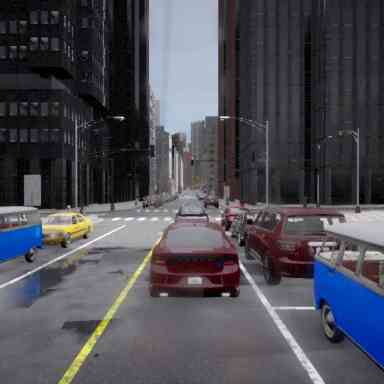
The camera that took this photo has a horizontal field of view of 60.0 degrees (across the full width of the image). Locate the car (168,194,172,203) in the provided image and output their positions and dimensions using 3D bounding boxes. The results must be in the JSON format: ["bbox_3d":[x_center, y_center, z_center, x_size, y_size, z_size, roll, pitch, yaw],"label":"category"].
[{"bbox_3d":[-5.807,1.616,70.069,1.947,1.339,4.313,0,0,0],"label":"car"}]

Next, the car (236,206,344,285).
[{"bbox_3d":[2.756,1.315,9.400,2.192,1.841,5.009,0,0,0],"label":"car"}]

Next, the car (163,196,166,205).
[{"bbox_3d":[-5.798,1.339,53.139,2.192,1.841,5.009,0,0,0],"label":"car"}]

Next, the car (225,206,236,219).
[{"bbox_3d":[2.752,1.551,14.925,2.008,1.369,4.403,0,0,0],"label":"car"}]

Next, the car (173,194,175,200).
[{"bbox_3d":[-5.814,1.620,81.355,1.887,1.381,4.507,0,0,0],"label":"car"}]

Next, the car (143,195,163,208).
[{"bbox_3d":[-5.794,1.333,47.496,2.192,1.841,5.009,0,0,0],"label":"car"}]

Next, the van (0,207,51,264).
[{"bbox_3d":[-5.774,1.341,9.407,1.690,1.788,3.998,0,0,0],"label":"van"}]

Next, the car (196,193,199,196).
[{"bbox_3d":[2.705,1.669,92.642,1.947,1.339,4.313,0,0,0],"label":"car"}]

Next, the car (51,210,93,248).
[{"bbox_3d":[-5.775,1.526,14.761,1.752,1.417,4.829,0,0,0],"label":"car"}]

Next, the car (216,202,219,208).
[{"bbox_3d":[2.748,1.546,20.450,1.887,1.381,4.507,0,0,0],"label":"car"}]

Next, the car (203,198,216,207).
[{"bbox_3d":[2.728,1.590,53.135,1.947,1.339,4.313,0,0,0],"label":"car"}]

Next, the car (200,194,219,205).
[{"bbox_3d":[2.730,1.333,47.491,2.192,1.841,5.009,0,0,0],"label":"car"}]

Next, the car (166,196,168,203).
[{"bbox_3d":[-5.800,1.597,58.782,1.947,1.339,4.313,0,0,0],"label":"car"}]

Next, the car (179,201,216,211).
[{"bbox_3d":[-0.009,1.493,18.998,2.128,1.511,4.902,0,0,0],"label":"car"}]

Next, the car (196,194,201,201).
[{"bbox_3d":[2.708,1.634,86.997,1.887,1.381,4.507,0,0,0],"label":"car"}]

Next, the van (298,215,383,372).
[{"bbox_3d":[2.761,1.341,3.874,1.690,1.788,3.998,0,0,0],"label":"van"}]

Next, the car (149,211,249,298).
[{"bbox_3d":[0.062,1.477,8.589,1.882,1.535,5.008,0,0,0],"label":"car"}]
